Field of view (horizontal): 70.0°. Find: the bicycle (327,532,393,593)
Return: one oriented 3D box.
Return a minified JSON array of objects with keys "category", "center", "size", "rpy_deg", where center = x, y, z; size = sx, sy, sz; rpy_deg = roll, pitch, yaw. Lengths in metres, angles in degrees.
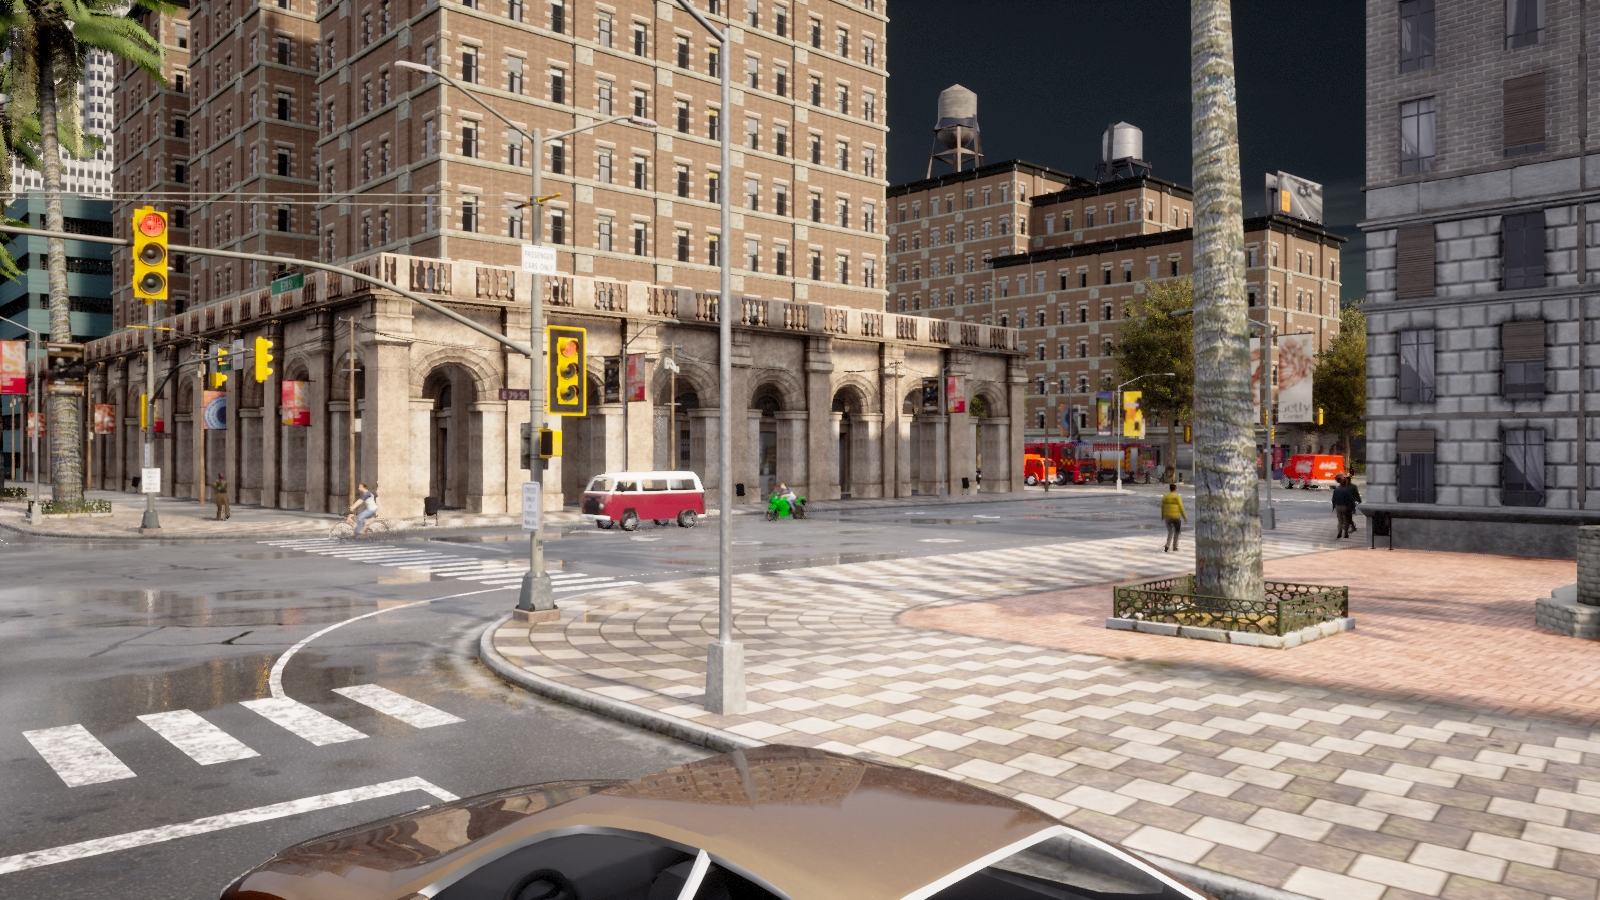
[{"category":"bicycle","center":[-8.869,2.256,23.097],"size":[0.859,1.080,1.487],"rpy_deg":[0,0,-5]}]

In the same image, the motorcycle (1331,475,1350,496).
[{"category":"motorcycle","center":[33.567,2.205,70.911],"size":[0.867,1.251,2.209],"rpy_deg":[0,0,31]}]

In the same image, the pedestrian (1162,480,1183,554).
[{"category":"pedestrian","center":[9.519,1.696,29.205],"size":[0.375,1.860,0.375],"rpy_deg":[0,0,42]}]

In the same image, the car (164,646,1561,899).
[{"category":"car","center":[-0.308,1.992,4.309],"size":[5.027,1.651,2.152],"rpy_deg":[0,0,42]}]

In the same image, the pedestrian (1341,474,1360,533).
[{"category":"pedestrian","center":[17.493,1.697,36.313],"size":[0.375,1.860,0.375],"rpy_deg":[0,0,-29]}]

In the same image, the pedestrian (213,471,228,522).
[{"category":"pedestrian","center":[-21.381,1.697,42.178],"size":[0.375,1.860,0.375],"rpy_deg":[0,0,42]}]

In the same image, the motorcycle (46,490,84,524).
[{"category":"motorcycle","center":[-28.682,2.205,44.576],"size":[0.867,1.251,2.209],"rpy_deg":[0,0,-42]}]

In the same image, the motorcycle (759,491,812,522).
[{"category":"motorcycle","center":[-0.564,2.213,45.013],"size":[2.033,1.145,0.803],"rpy_deg":[0,0,-43]}]

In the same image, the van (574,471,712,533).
[{"category":"van","center":[-5.520,1.786,40.501],"size":[4.480,2.038,2.069],"rpy_deg":[1,0,-43]}]

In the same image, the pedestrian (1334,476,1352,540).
[{"category":"pedestrian","center":[15.942,1.696,33.520],"size":[0.375,1.860,0.375],"rpy_deg":[0,0,43]}]

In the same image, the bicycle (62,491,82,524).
[{"category":"bicycle","center":[-28.285,2.206,44.372],"size":[0.373,1.196,1.643],"rpy_deg":[0,0,-42]}]
